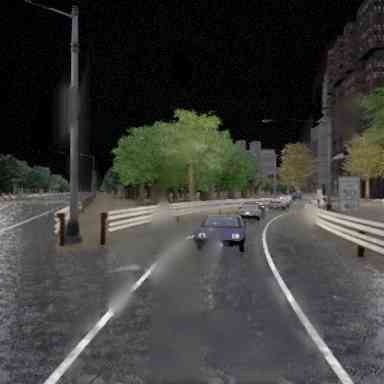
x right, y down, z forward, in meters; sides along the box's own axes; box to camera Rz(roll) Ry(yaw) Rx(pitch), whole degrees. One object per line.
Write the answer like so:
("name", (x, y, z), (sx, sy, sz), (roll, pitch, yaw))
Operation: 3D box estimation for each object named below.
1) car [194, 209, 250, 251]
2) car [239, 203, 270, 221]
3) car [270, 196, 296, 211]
("car", (1.369, 1.608, 14.173), (1.895, 1.301, 4.718), (0, 0, 10))
("car", (4.892, 1.585, 27.240), (1.994, 1.385, 4.181), (0, 0, 19))
("car", (10.686, 1.533, 40.332), (2.128, 1.511, 4.902), (0, 0, 28))
